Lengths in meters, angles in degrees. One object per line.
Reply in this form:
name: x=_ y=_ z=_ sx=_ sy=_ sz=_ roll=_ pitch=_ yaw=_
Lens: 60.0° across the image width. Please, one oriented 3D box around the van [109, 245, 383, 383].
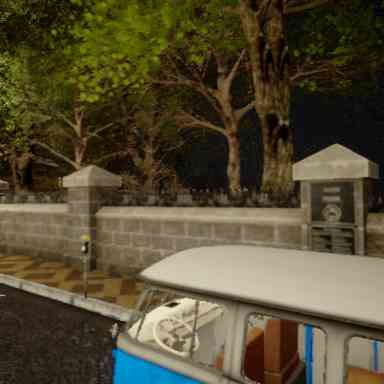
van: x=1.219 y=1.342 z=2.017 sx=3.998 sy=1.788 sz=1.690 roll=-1 pitch=-1 yaw=35
